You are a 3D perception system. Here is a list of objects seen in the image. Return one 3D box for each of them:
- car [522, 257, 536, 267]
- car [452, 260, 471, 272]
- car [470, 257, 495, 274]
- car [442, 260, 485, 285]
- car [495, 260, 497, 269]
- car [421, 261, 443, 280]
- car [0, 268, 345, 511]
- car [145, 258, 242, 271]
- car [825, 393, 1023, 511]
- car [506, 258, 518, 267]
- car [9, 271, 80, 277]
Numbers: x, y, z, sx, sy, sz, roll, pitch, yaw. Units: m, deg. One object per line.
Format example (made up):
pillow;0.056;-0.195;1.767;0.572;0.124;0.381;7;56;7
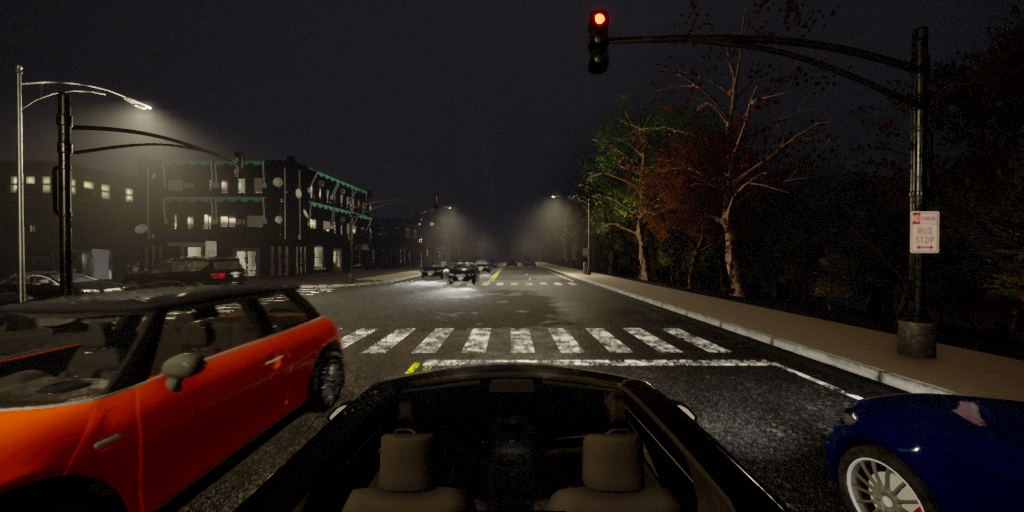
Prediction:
car;3.234;1.273;63.655;2.033;1.411;5.357;0;0;0
car;-6.689;1.238;47.655;1.837;1.490;4.892;0;0;0
car;-3.429;1.228;41.581;2.128;1.511;4.902;0;0;0
car;-3.399;1.235;26.133;2.128;1.511;4.902;0;0;0
car;-3.440;1.206;57.543;1.882;1.535;5.008;0;0;0
car;-6.659;1.232;31.697;2.128;1.511;4.902;0;0;0
car;-3.352;1.102;3.030;2.097;1.767;4.553;0;0;0
car;-16.650;1.131;18.277;5.566;2.045;2.150;-1;1;2
car;3.358;1.276;0.850;1.812;1.442;4.674;0;0;1
car;-0.030;1.251;64.933;1.812;1.442;4.674;0;0;0
car;-19.649;1.459;15.525;4.902;1.511;2.128;-1;1;0
